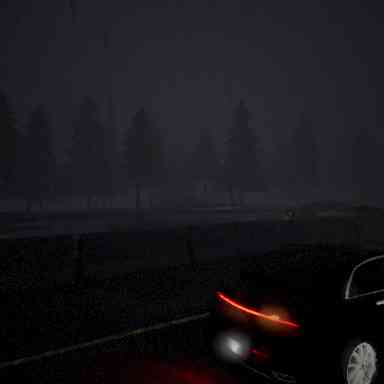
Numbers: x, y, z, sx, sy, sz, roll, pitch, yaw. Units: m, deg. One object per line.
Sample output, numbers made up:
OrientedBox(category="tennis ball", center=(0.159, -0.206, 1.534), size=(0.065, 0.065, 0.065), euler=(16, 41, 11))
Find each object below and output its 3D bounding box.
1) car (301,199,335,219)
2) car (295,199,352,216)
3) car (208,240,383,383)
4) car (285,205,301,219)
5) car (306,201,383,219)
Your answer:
OrientedBox(category="car", center=(10.796, 1.505, 24.399), size=(4.892, 1.490, 1.837), euler=(0, 0, -19))
OrientedBox(category="car", center=(12.738, 1.477, 32.317), size=(5.008, 1.535, 1.882), euler=(0, 0, -16))
OrientedBox(category="car", center=(2.554, 1.506, 5.070), size=(4.892, 1.490, 1.837), euler=(0, 0, -31))
OrientedBox(category="car", center=(9.918, 1.564, 27.762), size=(4.181, 1.385, 1.994), euler=(0, 0, -19))
OrientedBox(category="car", center=(9.833, 1.477, 20.360), size=(5.008, 1.535, 1.882), euler=(0, 0, -20))
